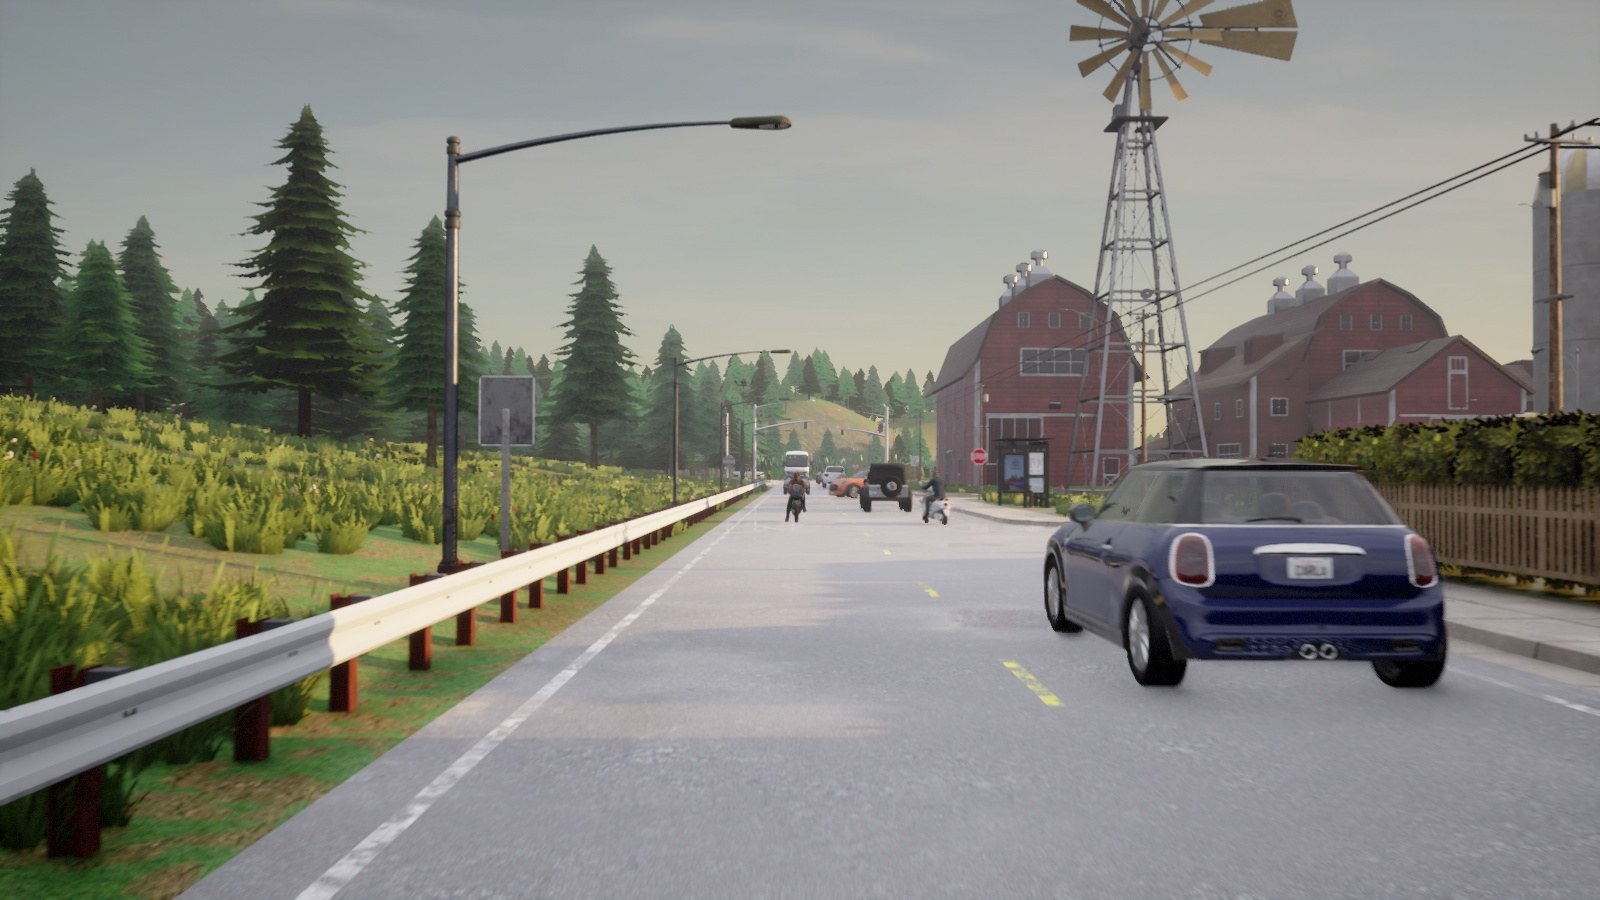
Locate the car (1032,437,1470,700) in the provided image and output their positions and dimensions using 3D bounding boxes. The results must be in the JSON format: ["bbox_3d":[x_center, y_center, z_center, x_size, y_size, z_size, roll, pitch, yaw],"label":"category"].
[{"bbox_3d":[3.473,0.840,10.781,2.097,1.767,4.553,0,-1,0],"label":"car"}]

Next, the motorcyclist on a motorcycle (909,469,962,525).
[{"bbox_3d":[4.000,1.376,37.249,0.866,1.590,1.817,2,-2,-17],"label":"motorcyclist on a motorcycle"}]

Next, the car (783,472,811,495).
[{"bbox_3d":[-0.204,2.236,84.033,1.816,1.474,4.193,0,-1,0],"label":"car"}]

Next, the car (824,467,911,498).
[{"bbox_3d":[3.888,1.875,72.734,4.553,1.767,2.097,0,-1,-22],"label":"car"}]

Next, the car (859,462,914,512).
[{"bbox_3d":[3.379,1.427,49.597,1.905,1.878,3.866,0,-1,0],"label":"car"}]

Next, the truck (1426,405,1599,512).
[{"bbox_3d":[28.413,0.335,47.640,8.468,3.827,2.891,0,-1,-15],"label":"truck"}]

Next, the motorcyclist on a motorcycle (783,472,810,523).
[{"bbox_3d":[-0.093,1.440,38.421,0.797,1.523,2.044,0,-1,0],"label":"motorcyclist on a motorcycle"}]
